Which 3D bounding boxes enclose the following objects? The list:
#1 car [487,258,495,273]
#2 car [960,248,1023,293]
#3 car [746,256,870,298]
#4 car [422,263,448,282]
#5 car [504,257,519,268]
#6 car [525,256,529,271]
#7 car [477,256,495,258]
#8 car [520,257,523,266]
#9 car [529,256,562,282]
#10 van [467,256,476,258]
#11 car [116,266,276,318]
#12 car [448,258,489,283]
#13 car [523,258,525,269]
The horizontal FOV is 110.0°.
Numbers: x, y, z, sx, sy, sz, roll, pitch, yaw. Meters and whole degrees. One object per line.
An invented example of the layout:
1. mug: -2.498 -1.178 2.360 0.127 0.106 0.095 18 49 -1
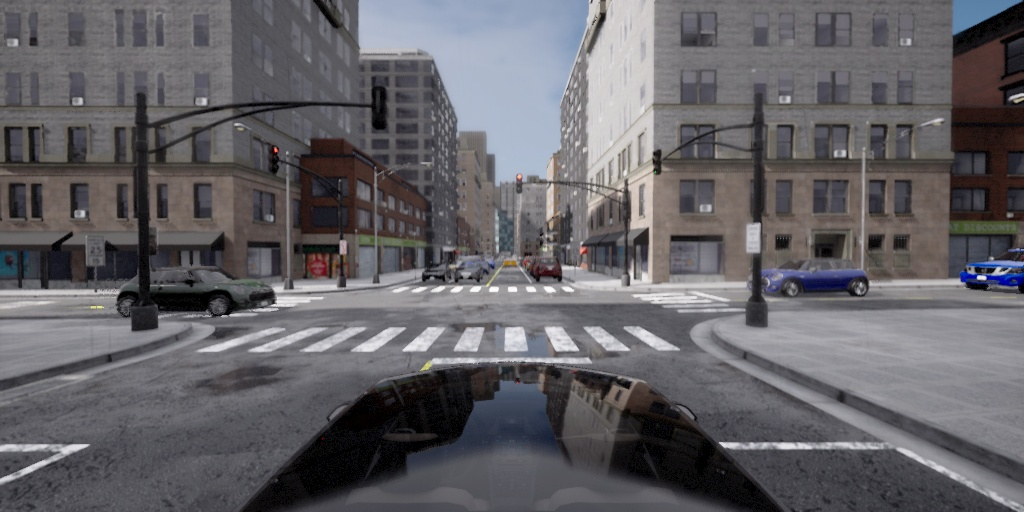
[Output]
1. car: -3.249 1.187 37.932 2.033 1.411 5.357 0 0 0
2. car: 24.450 0.643 16.573 5.566 2.045 2.150 0 1 0
3. car: 13.402 0.889 16.453 4.553 1.767 2.097 -1 1 -1
4. car: -5.780 1.236 28.141 1.948 1.339 4.313 0 0 0
5. car: -0.242 1.052 57.148 1.882 1.535 5.008 0 0 0
6. car: 2.722 0.966 33.765 2.192 1.841 5.009 0 0 0
7. car: -3.277 1.083 48.444 1.882 1.535 5.008 0 1 0
8. car: 2.651 0.911 50.523 2.192 1.841 5.009 0 0 0
9. car: 2.746 0.983 28.179 2.192 1.841 5.009 0 0 0
10. van: -5.855 0.958 44.898 1.690 1.789 3.998 0 0 0
11. car: -11.302 1.175 13.076 4.553 1.767 2.097 -1 1 0
12. car: -3.204 1.164 27.310 2.128 1.511 4.902 0 0 0
13. car: 2.674 1.141 45.107 1.751 1.417 4.829 0 0 0
